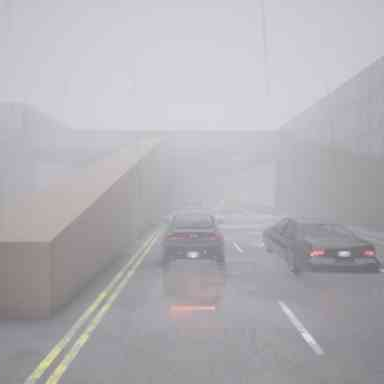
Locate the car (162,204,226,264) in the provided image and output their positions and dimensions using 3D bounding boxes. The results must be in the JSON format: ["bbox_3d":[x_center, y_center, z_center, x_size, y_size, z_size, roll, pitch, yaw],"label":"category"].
[{"bbox_3d":[0.053,1.404,11.372,1.837,1.490,4.892,0,1,0],"label":"car"}]

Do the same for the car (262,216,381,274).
[{"bbox_3d":[3.543,1.455,10.207,2.033,1.411,5.357,0,1,0],"label":"car"}]

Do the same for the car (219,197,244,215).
[{"bbox_3d":[3.572,1.205,30.477,1.882,1.535,5.008,0,0,0],"label":"car"}]

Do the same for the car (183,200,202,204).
[{"bbox_3d":[0.040,1.322,25.206,2.033,1.411,5.357,0,1,0],"label":"car"}]
